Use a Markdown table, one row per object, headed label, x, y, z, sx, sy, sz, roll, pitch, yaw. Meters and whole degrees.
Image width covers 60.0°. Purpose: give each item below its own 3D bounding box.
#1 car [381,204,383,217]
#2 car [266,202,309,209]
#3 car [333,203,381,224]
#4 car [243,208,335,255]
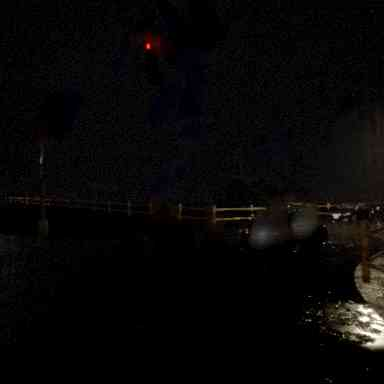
| label | x | y | z | sx | sy | sz | roll | pitch | yaw |
| --- | --- | --- | --- | --- | --- | --- | --- | --- | --- |
| car | 19.484 | 1.500 | 31.898 | 4.553 | 1.767 | 2.097 | 0 | -1 | -41 |
| car | 5.325 | 1.395 | 19.619 | 4.553 | 1.767 | 2.097 | 0 | -1 | -41 |
| car | 12.228 | 1.582 | 25.602 | 4.902 | 1.511 | 2.128 | 0 | -1 | -41 |
| car | 3.795 | 1.506 | 13.158 | 1.994 | 1.385 | 4.181 | -2 | -2 | 41 |
